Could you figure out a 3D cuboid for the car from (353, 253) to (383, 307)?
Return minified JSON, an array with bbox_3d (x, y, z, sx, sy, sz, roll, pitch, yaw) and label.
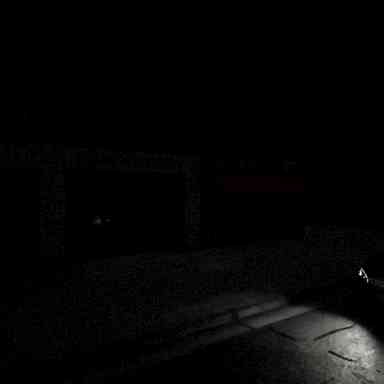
[{"bbox_3d":[5.223,1.479,6.808,4.674,1.442,1.812,0,0,-35],"label":"car"}]
